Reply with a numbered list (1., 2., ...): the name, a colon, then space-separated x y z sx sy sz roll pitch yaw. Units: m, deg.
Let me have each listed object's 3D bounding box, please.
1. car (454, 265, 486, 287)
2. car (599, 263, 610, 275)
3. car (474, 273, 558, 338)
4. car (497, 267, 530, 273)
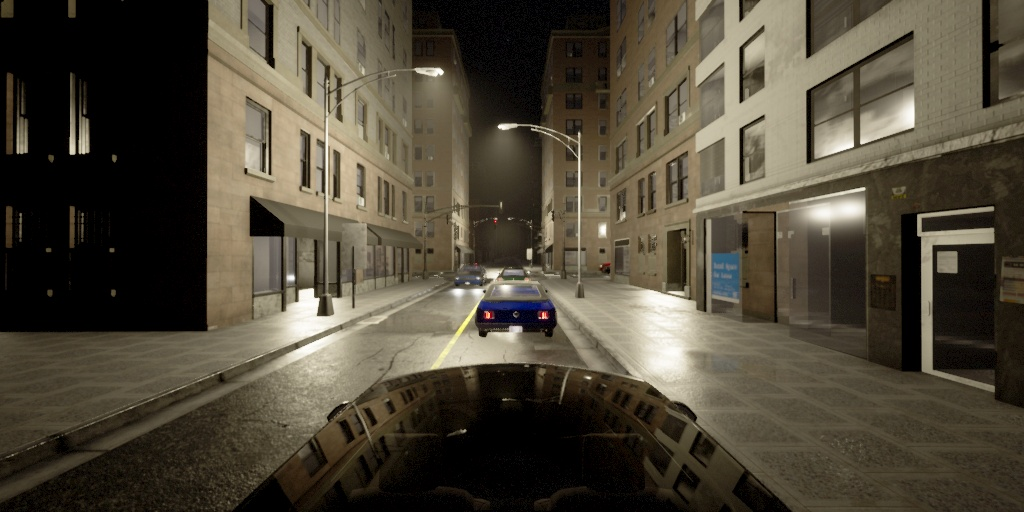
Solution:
1. car: -2.766 1.305 24.966 2.033 1.411 5.357 0 0 0
2. car: 12.059 1.248 37.495 5.008 1.535 1.882 0 0 0
3. car: 0.096 1.351 10.226 1.895 1.301 4.718 0 0 0
4. car: 0.086 1.318 20.115 1.994 1.385 4.181 0 0 0
